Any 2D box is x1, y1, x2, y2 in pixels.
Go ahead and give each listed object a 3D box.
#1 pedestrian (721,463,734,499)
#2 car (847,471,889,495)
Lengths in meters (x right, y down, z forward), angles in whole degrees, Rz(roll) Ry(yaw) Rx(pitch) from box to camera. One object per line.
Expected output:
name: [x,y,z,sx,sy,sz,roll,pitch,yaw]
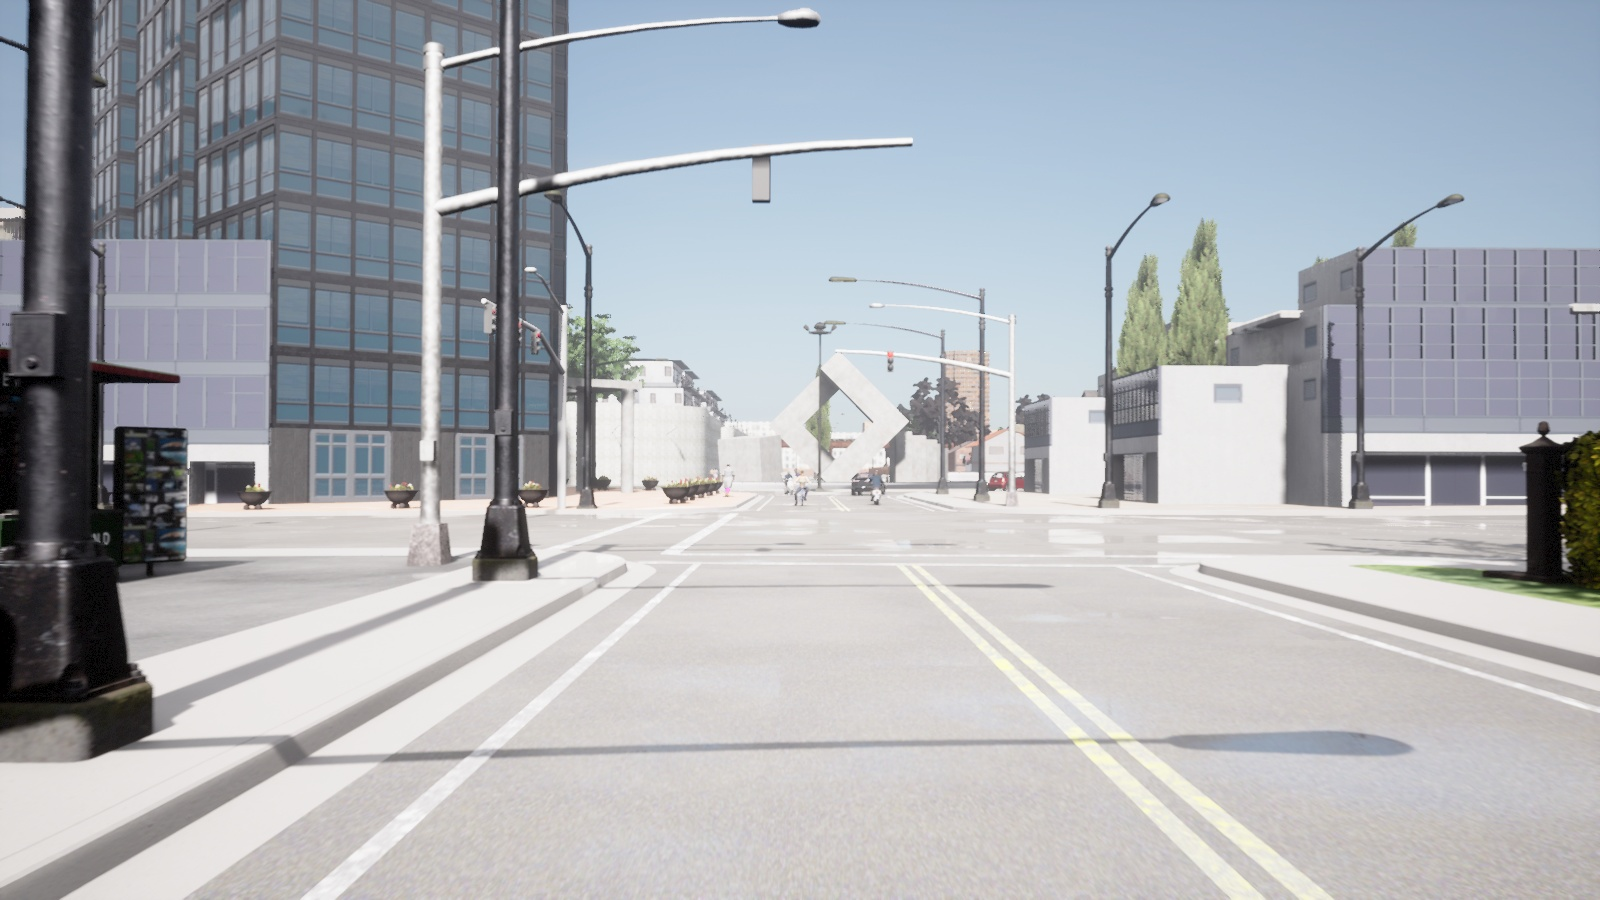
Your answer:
pedestrian: [-3.957,1.671,68.820,0.659,1.952,0.873,0,-1,0]
car: [4.544,2.176,83.358,2.128,1.511,4.902,0,-1,11]
